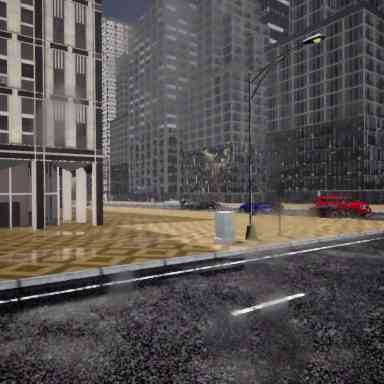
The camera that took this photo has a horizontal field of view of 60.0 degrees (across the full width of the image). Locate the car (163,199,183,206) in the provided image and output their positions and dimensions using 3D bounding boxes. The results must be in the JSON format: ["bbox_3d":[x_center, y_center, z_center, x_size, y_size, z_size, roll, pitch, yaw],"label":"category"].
[{"bbox_3d":[-4.378,2.252,69.890,1.812,1.442,4.674,-1,-1,-35],"label":"car"}]

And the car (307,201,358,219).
[{"bbox_3d":[13.627,1.880,33.063,1.994,1.385,4.181,-1,-1,-35],"label":"car"}]

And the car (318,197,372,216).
[{"bbox_3d":[15.957,1.518,35.392,2.150,2.045,5.566,-1,-1,-35],"label":"car"}]

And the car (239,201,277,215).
[{"bbox_3d":[7.813,2.001,41.272,1.812,1.442,4.674,-1,-1,-36],"label":"car"}]

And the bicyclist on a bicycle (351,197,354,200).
[{"bbox_3d":[21.996,1.578,45.642,1.656,1.620,0.582,-1,0,-35],"label":"bicyclist on a bicycle"}]

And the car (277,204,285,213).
[{"bbox_3d":[9.989,1.964,43.827,1.837,1.490,4.892,-1,-1,-35],"label":"car"}]

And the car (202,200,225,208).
[{"bbox_3d":[4.040,2.311,63.634,1.895,1.301,4.718,-1,-1,-35],"label":"car"}]

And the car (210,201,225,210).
[{"bbox_3d":[2.796,2.157,54.008,1.837,1.490,4.892,-1,0,-35],"label":"car"}]

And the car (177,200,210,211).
[{"bbox_3d":[0.189,2.283,52.061,1.895,1.301,4.718,-1,-1,-35],"label":"car"}]
